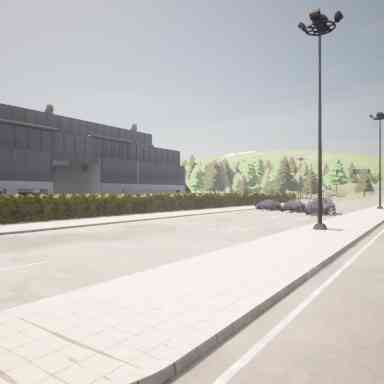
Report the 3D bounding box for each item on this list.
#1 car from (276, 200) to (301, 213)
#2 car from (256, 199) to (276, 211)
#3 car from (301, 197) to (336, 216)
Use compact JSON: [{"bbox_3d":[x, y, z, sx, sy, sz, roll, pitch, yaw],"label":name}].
[{"bbox_3d":[11.312,1.564,36.787,1.994,1.385,4.181,0,0,35],"label":"car"},{"bbox_3d":[9.257,1.564,39.956,1.994,1.385,4.181,0,0,35],"label":"car"},{"bbox_3d":[12.602,1.352,32.524,2.097,1.767,4.553,0,0,35],"label":"car"}]
